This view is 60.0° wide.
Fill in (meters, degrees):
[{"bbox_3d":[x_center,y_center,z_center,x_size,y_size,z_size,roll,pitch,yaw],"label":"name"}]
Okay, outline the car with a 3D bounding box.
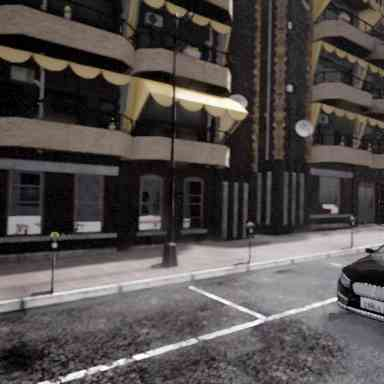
[{"bbox_3d":[4.927,1.591,6.763,4.902,1.511,2.128,1,0,-35],"label":"car"}]
